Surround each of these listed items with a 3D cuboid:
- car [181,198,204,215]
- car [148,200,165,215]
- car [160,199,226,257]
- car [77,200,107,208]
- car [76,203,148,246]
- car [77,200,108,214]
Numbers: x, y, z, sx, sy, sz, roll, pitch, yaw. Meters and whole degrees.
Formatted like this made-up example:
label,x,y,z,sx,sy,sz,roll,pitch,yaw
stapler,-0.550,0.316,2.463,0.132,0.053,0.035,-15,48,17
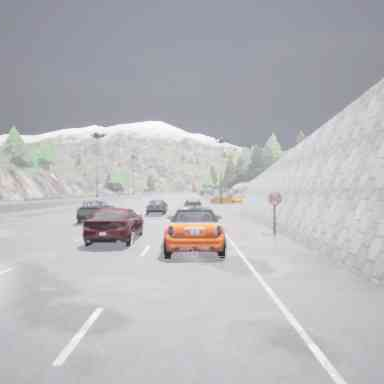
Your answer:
label,x,y,z,sx,sy,sz,roll,pitch,yaw
car,0.077,1.416,33.506,2.128,1.511,4.902,0,0,0
car,-3.423,1.473,33.061,2.033,1.411,5.357,0,0,0
car,0.091,1.323,12.901,2.097,1.767,4.553,0,0,0
car,-6.917,1.437,24.390,2.128,1.511,4.902,0,0,0
car,-3.411,1.443,15.154,1.882,1.535,5.008,0,0,0
car,-10.424,1.522,35.132,1.895,1.301,4.718,0,0,0
